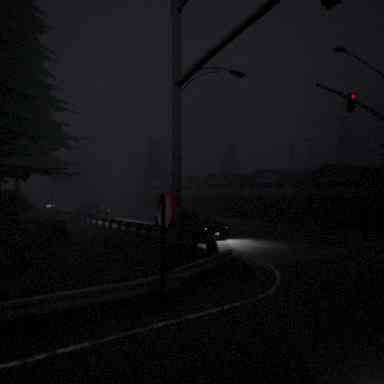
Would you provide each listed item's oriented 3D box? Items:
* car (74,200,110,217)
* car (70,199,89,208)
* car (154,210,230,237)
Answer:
[{"bbox_3d":[-9.632,1.793,32.461,1.895,1.301,4.718,0,0,-35],"label":"car"},{"bbox_3d":[-16.334,1.777,50.323,1.895,1.301,4.718,0,0,17],"label":"car"},{"bbox_3d":[-0.218,1.739,18.995,2.033,1.411,5.357,0,0,-35],"label":"car"}]
